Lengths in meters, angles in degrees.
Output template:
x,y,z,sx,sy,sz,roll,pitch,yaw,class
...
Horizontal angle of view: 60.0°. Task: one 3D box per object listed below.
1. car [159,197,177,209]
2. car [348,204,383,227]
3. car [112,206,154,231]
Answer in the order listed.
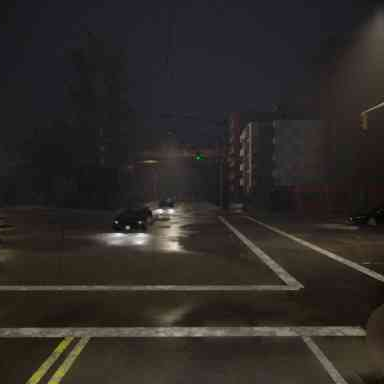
x,y,z,sx,sy,sz,roll,pitch,yaw,class
-3.494,1.600,45.705,1.895,1.301,4.718,0,0,0,car
13.445,1.613,23.041,4.892,1.490,1.837,-1,0,1,car
-3.494,1.559,20.795,2.033,1.411,5.357,0,0,0,car
